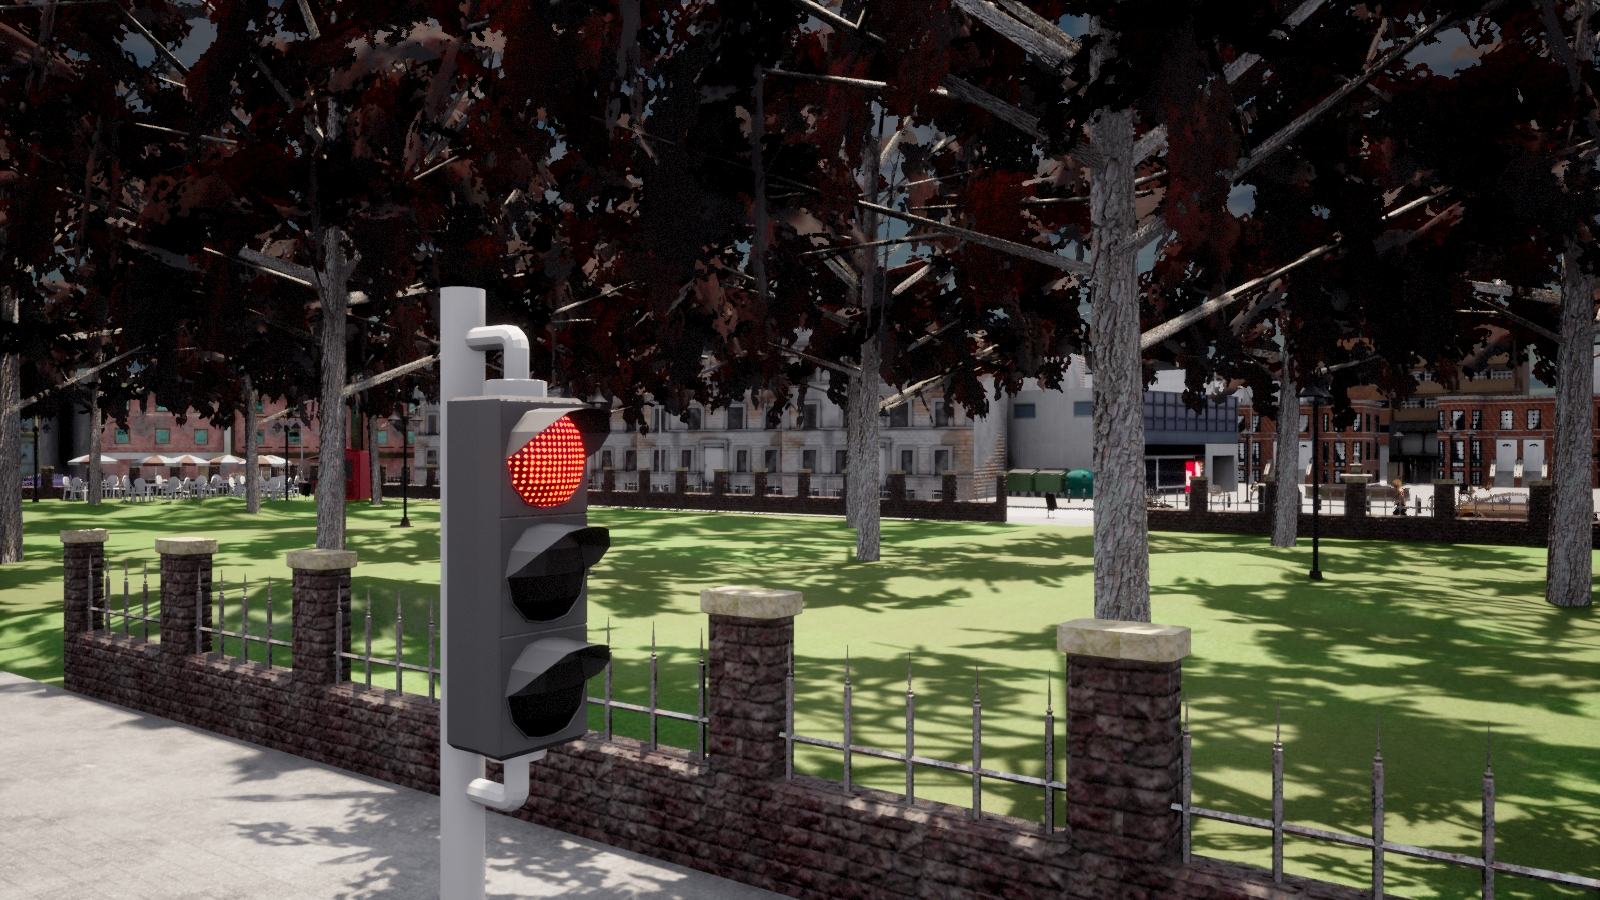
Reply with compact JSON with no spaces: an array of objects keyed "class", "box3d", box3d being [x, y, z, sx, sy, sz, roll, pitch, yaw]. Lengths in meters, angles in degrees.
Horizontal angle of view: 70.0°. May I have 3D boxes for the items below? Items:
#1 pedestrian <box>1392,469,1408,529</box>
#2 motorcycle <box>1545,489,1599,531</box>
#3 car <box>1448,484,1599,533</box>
[{"class":"pedestrian","box3d":[18.798,1.523,35.797,0.375,1.860,0.375,0,0,36]},{"class":"motorcycle","box3d":[25.489,1.950,36.881,2.356,1.277,0.764,0,0,36]},{"class":"car","box3d":[24.047,1.898,37.925,4.181,1.385,1.994,0,0,36]}]
